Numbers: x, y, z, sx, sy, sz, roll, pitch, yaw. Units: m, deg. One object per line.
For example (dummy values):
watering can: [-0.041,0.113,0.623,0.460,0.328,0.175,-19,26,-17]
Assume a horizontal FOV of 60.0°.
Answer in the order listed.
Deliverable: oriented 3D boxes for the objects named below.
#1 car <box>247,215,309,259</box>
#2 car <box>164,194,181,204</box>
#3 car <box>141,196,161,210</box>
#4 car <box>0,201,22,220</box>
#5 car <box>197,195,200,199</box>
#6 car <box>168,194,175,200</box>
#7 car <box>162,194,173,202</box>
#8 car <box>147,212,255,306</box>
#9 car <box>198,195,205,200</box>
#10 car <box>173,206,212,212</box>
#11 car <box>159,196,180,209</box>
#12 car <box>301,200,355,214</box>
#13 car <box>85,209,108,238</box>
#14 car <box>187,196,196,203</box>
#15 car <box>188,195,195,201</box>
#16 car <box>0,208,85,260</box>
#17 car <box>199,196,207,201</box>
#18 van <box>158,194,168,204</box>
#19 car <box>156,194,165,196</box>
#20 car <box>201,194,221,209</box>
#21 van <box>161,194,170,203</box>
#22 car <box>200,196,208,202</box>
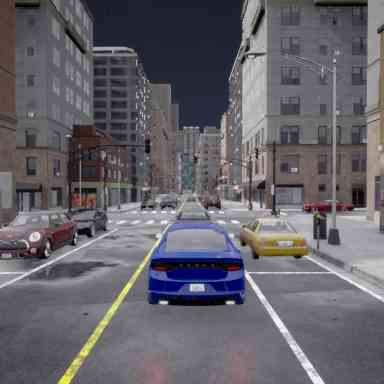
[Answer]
car: [2.828,1.527,12.400,1.752,1.417,4.829,-1,0,0]
car: [-3.175,1.552,55.229,1.837,1.490,4.892,0,0,0]
car: [-5.748,1.601,44.585,1.947,1.339,4.313,-1,0,0]
car: [-18.074,1.664,29.494,5.008,1.535,1.882,-1,1,-1]
car: [2.745,1.372,66.942,2.192,1.841,5.009,-1,0,0]
car: [-5.828,1.513,94.857,1.967,1.590,4.097,-1,0,0]
car: [-5.803,1.379,78.101,2.192,1.841,5.009,-1,0,0]
car: [0.084,1.478,8.135,1.882,1.535,5.008,0,0,0]
car: [2.711,1.623,94.871,2.008,1.369,4.403,-1,0,0]
car: [0.073,1.605,17.498,1.895,1.301,4.718,0,0,0]
car: [-3.167,1.584,45.331,2.033,1.411,5.357,0,0,0]
car: [13.307,1.458,32.857,4.718,1.301,1.895,-1,1,-1]
car: [-5.705,1.571,17.712,1.947,1.339,4.313,-1,0,0]
car: [-0.117,1.579,74.028,2.128,1.511,4.902,0,0,0]
car: [-0.134,1.537,84.480,1.895,1.301,4.718,0,0,0]
car: [-5.697,1.442,12.215,1.967,1.590,4.097,-1,0,0]
car: [2.726,1.633,83.699,1.947,1.339,4.313,-1,0,0]
van: [-5.785,1.398,66.929,1.690,1.788,3.998,-1,0,0]
car: [-5.765,1.572,55.587,1.752,1.417,4.829,-1,0,0]
car: [2.775,1.350,44.598,2.192,1.841,5.009,-1,0,0]
van: [-5.794,1.402,72.515,1.690,1.788,3.998,-1,0,0]
car: [2.733,1.590,78.284,1.752,1.417,4.829,-1,0,0]
